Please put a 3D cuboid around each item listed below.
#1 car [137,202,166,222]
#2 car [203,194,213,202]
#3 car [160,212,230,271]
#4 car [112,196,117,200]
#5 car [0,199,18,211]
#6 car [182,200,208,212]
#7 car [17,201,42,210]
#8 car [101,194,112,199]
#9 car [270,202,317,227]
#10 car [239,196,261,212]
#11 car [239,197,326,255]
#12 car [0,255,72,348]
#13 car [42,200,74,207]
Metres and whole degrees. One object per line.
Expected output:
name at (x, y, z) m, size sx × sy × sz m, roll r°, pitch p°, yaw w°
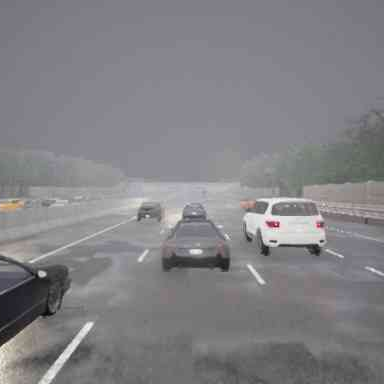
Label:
car at (-3.316, 1.576, 27.455) m, size 1.837 × 1.490 × 4.892 m, roll 0°, pitch 0°, yaw 0°
car at (4.196, 1.805, 81.799) m, size 1.895 × 1.301 × 4.718 m, roll 0°, pitch 0°, yaw 1°
car at (0.116, 1.587, 10.989) m, size 1.994 × 1.385 × 4.181 m, roll 0°, pitch 0°, yaw 0°
car at (-16.849, 1.409, 79.262) m, size 1.895 × 1.301 × 4.718 m, roll 0°, pitch 0°, yaw 1°
car at (-20.932, 1.577, 37.654) m, size 1.882 × 1.535 × 5.008 m, roll 0°, pitch 0°, yaw 1°
car at (0.187, 1.637, 28.073) m, size 1.994 × 1.385 × 4.181 m, roll 0°, pitch 0°, yaw 0°
car at (-17.432, 1.664, 37.691) m, size 1.994 × 1.385 × 4.181 m, roll 0°, pitch 0°, yaw 1°
car at (-20.348, 1.169, 79.379) m, size 2.097 × 1.767 × 4.553 m, roll 0°, pitch 0°, yaw 1°
car at (7.156, 1.539, 24.067) m, size 1.882 × 1.535 × 5.008 m, roll 0°, pitch 0°, yaw 0°
car at (7.291, 1.468, 42.151) m, size 2.097 × 1.767 × 4.553 m, roll 0°, pitch 0°, yaw 1°
car at (3.521, 1.252, 13.631) m, size 2.150 × 2.045 × 5.566 m, roll 0°, pitch 0°, yaw 0°
car at (-3.397, 1.556, 4.443) m, size 2.033 × 1.411 × 5.357 m, roll 0°, pitch 0°, yaw 0°
car at (-13.950, 1.620, 35.824) m, size 1.812 × 1.442 × 4.674 m, roll 0°, pitch 0°, yaw 1°
